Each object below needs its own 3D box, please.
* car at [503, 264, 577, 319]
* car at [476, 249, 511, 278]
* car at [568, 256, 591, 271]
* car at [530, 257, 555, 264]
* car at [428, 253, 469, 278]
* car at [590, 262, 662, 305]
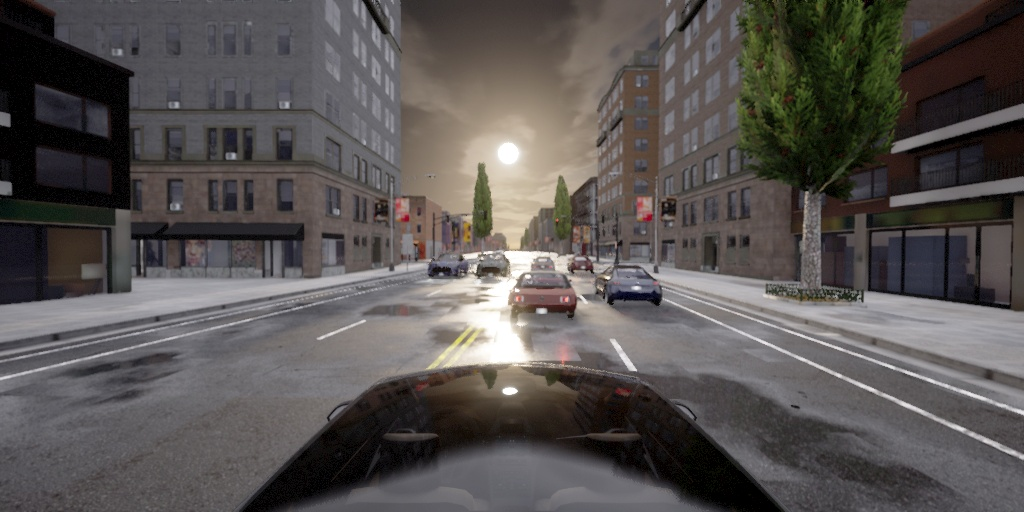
[{"bbox_3d":[1.026,1.134,11.790,1.895,1.301,4.718,0,1,6],"label":"car"},{"bbox_3d":[-1.225,0.581,25.583,2.097,1.767,4.553,0,1,4],"label":"car"},{"bbox_3d":[5.810,0.675,30.689,1.812,1.442,4.674,0,1,4],"label":"car"},{"bbox_3d":[2.331,0.751,27.474,2.033,1.411,5.357,0,1,4],"label":"car"},{"bbox_3d":[-4.475,0.566,25.714,2.097,1.767,4.553,0,1,4],"label":"car"},{"bbox_3d":[4.553,1.051,14.544,1.994,1.385,4.181,0,1,5],"label":"car"}]
